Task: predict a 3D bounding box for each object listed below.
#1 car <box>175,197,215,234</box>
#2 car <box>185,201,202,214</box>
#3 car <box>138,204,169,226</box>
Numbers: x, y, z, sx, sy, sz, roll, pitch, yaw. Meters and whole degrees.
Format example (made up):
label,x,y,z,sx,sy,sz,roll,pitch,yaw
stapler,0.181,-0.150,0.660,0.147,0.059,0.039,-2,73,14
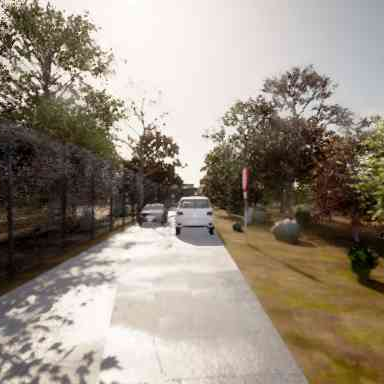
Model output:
label,x,y,z,sx,sy,sz,roll,pitch,yaw
car,0.158,1.316,20.053,2.150,2.045,5.566,0,-1,0
car,0.228,1.922,42.291,2.033,1.411,5.357,0,-1,0
car,-2.803,1.643,24.730,2.128,1.511,4.902,0,-1,0
